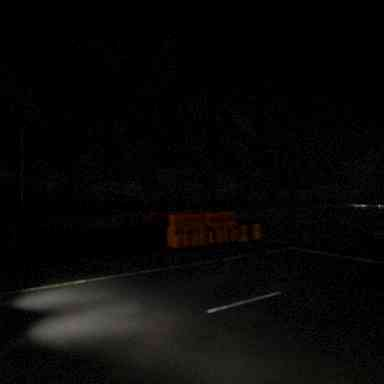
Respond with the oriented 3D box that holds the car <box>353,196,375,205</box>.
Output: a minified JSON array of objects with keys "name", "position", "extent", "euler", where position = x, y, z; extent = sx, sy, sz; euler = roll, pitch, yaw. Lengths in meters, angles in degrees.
[{"name":"car","position":[28.735,1.345,54.662],"extent":[5.357,1.411,2.033],"euler":[0,0,-35]}]

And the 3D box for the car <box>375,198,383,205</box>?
[{"name":"car","position":[31.112,1.321,52.068],"extent":[4.674,1.442,1.812],"euler":[0,0,-35]}]
